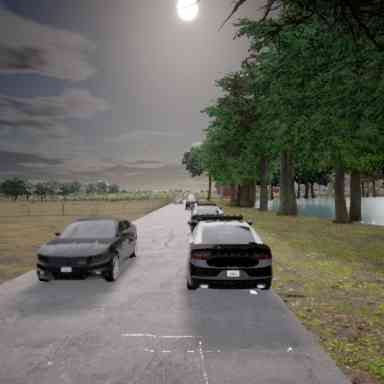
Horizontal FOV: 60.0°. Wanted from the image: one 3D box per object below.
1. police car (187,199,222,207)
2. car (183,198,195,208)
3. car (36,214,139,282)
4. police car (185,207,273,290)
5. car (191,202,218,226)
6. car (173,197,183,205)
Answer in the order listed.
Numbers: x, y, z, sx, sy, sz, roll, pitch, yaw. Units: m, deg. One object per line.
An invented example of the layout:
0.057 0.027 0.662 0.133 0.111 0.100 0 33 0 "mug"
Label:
0.833 1.458 19.253 1.930 1.638 5.238 0 0 0 "police car"
0.046 1.638 47.683 1.882 1.535 5.008 0 0 1 "car"
-2.844 1.489 10.027 1.882 1.535 5.008 0 0 0 "car"
0.829 1.435 9.252 1.930 1.638 5.238 0 0 0 "police car"
0.835 1.557 25.143 1.837 1.490 4.892 0 0 0 "car"
-2.721 1.783 65.637 2.128 1.511 4.902 0 0 0 "car"
